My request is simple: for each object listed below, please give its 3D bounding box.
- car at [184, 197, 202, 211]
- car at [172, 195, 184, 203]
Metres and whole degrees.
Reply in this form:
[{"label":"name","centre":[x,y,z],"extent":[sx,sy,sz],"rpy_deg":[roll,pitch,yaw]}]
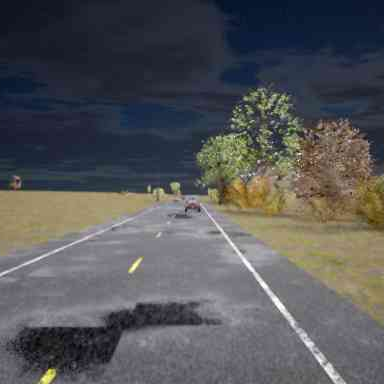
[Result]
[{"label":"car","centre":[0.089,1.632,41.520],"extent":[1.812,1.442,4.674],"rpy_deg":[0,0,0]},{"label":"car","centre":[-3.498,1.555,75.399],"extent":[2.097,1.767,4.553],"rpy_deg":[0,0,0]}]
